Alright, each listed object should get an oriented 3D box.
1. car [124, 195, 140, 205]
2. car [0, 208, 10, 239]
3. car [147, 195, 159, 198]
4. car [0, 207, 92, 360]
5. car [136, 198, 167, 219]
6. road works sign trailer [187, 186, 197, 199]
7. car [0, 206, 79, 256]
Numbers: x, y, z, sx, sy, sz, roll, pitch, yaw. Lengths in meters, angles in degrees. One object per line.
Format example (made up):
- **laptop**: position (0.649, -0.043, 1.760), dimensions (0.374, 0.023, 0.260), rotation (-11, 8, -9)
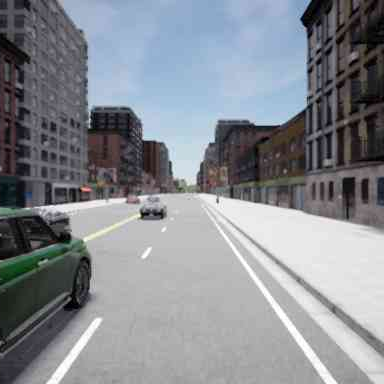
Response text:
- **car**: position (-9.808, 1.302, 55.203), dimensions (1.812, 1.442, 4.674), rotation (0, 0, 1)
- **car**: position (-9.855, 1.489, 13.509), dimensions (2.033, 1.411, 5.357), rotation (0, 0, 0)
- **car**: position (-6.557, 1.263, 56.484), dimensions (2.128, 1.511, 4.902), rotation (0, 0, 1)
- **car**: position (-3.153, 1.200, 4.605), dimensions (2.150, 2.045, 5.566), rotation (0, 0, 0)
- **car**: position (-3.156, 1.480, 28.107), dimensions (1.895, 1.301, 4.718), rotation (0, 0, 0)
- **road works sign trailer**: position (-0.012, 0.141, 86.927), dimensions (2.380, 3.560, 2.880), rotation (0, 0, 0)
- **car**: position (-6.602, 1.432, 13.804), dimensions (2.128, 1.511, 4.902), rotation (0, 0, 0)
